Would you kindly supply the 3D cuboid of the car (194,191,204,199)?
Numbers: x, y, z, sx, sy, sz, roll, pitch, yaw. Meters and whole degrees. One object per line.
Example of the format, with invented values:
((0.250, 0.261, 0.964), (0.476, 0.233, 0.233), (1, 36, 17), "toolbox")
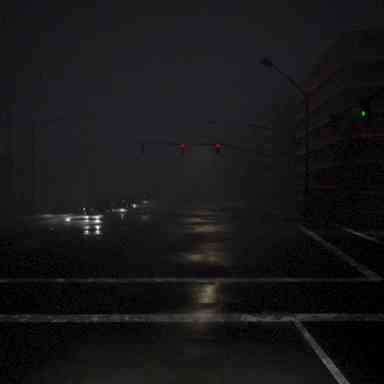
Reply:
((1.601, 0.555, 75.805), (2.097, 1.767, 4.553), (0, 1, 1), "car")

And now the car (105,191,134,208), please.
((-9.404, 1.105, 43.308), (2.097, 1.767, 4.553), (0, 1, 1), "car")

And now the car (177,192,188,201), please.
((-1.936, 0.916, 65.146), (2.033, 1.411, 5.357), (0, 1, 1), "car")

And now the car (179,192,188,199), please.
((-1.899, 0.741, 75.797), (2.033, 1.411, 5.357), (0, 1, 1), "car")

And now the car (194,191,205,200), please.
((1.571, 0.855, 65.415), (2.128, 1.511, 4.902), (0, 1, 1), "car")

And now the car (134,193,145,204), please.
((-9.282, 1.132, 52.953), (2.033, 1.411, 5.357), (0, 1, 1), "car")

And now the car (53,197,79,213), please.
((-13.009, 1.346, 35.333), (1.882, 1.535, 5.008), (0, 1, 1), "car")

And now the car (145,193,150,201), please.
((-9.096, 0.947, 63.488), (2.033, 1.411, 5.357), (0, 1, 1), "car")

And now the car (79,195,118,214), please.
((-9.521, 1.369, 34.267), (2.128, 1.511, 4.902), (0, 1, 1), "car")
